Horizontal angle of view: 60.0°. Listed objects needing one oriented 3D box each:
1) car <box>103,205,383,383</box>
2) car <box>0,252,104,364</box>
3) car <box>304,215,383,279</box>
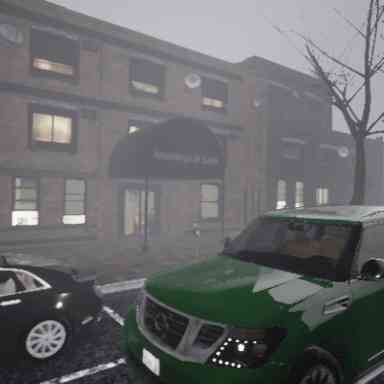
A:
[{"bbox_3d":[1.869,1.242,4.703,5.566,2.045,2.150,0,0,-35],"label":"car"},{"bbox_3d":[-3.384,1.549,4.290,4.403,1.369,2.008,0,1,-35],"label":"car"},{"bbox_3d":[5.843,1.596,10.794,4.507,1.381,1.887,0,1,-35],"label":"car"}]
